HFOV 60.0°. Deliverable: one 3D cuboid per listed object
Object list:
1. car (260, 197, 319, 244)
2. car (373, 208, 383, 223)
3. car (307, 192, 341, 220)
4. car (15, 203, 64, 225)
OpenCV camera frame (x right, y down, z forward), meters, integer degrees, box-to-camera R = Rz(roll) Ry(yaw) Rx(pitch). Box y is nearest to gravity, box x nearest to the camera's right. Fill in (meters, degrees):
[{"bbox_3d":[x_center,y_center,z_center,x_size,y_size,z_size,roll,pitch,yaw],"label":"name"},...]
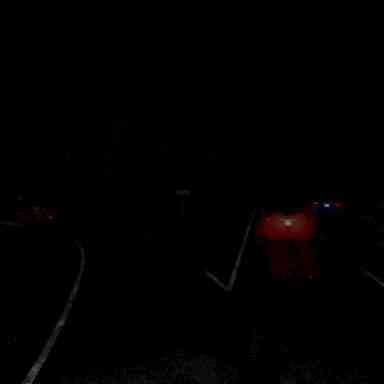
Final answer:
[{"bbox_3d":[4.319,1.289,15.555,2.097,1.767,4.553,-2,0,12],"label":"car"},{"bbox_3d":[12.289,1.310,19.556,1.895,1.301,4.718,-2,0,12],"label":"car"},{"bbox_3d":[10.032,1.029,26.034,2.150,2.045,5.566,-2,0,12],"label":"car"},{"bbox_3d":[-13.913,2.040,29.684,5.008,1.535,1.882,-2,-1,38],"label":"car"}]
